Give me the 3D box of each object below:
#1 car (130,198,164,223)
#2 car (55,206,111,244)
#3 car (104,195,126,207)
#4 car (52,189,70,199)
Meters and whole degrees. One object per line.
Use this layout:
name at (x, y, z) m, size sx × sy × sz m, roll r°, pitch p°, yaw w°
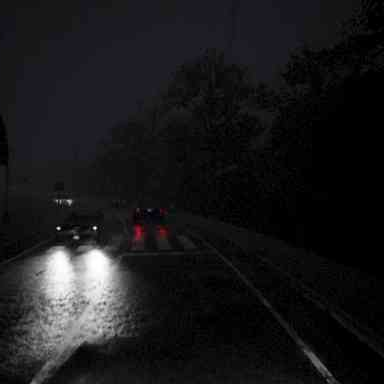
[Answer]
car at (-3.432, 1.256, 24.774) m, size 2.097 × 1.767 × 4.553 m, roll 1°, pitch 1°, yaw -14°
car at (-5.131, 1.550, 15.852) m, size 1.895 × 1.301 × 4.718 m, roll 0°, pitch 0°, yaw -10°
car at (-9.686, 1.076, 41.582) m, size 2.033 × 1.411 × 5.357 m, roll 1°, pitch 1°, yaw -26°
car at (-21.022, 0.258, 53.477) m, size 1.882 × 1.535 × 5.008 m, roll 2°, pitch 2°, yaw -35°
